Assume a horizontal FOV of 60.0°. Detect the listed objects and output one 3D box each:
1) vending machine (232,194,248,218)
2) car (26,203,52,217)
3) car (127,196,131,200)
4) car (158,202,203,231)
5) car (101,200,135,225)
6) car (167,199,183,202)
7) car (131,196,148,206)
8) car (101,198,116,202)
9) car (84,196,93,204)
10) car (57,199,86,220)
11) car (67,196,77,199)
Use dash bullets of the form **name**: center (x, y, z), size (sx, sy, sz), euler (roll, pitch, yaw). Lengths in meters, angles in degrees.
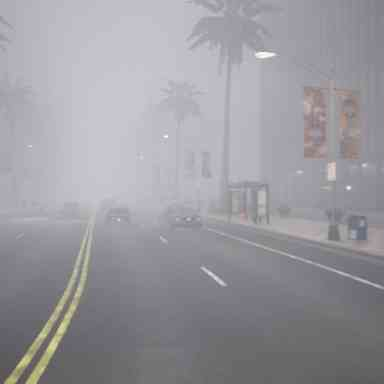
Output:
- **vending machine**: center (4.266, 1.216, 29.647), size (1.100, 2.100, 0.880), euler (0, 0, -16)
- **car**: center (-15.738, 1.763, 34.363), size (1.895, 1.301, 4.718), euler (0, 0, -16)
- **car**: center (-15.459, 1.757, 85.140), size (2.161, 1.482, 4.786), euler (0, 0, -16)
- **car**: center (-0.861, 1.588, 20.936), size (2.033, 1.411, 5.357), euler (0, 0, -16)
- **car**: center (-5.562, 1.585, 24.689), size (1.837, 1.490, 4.892), euler (0, 0, -16)
- **car**: center (-1.888, 1.553, 35.662), size (2.231, 1.521, 4.892), euler (0, 0, -16)
- **car**: center (-9.825, 1.526, 63.945), size (2.185, 1.767, 4.553), euler (0, 0, -16)
- **car**: center (-10.241, 1.489, 41.407), size (2.097, 1.767, 4.553), euler (0, 0, -16)
- **car**: center (-22.003, 1.728, 70.156), size (1.837, 1.490, 4.892), euler (0, 0, -15)
- **car**: center (-10.840, 1.627, 29.867), size (1.837, 1.490, 4.892), euler (0, 0, -16)
- **car**: center (-26.551, 1.719, 73.674), size (1.812, 1.442, 4.674), euler (0, 0, -15)
